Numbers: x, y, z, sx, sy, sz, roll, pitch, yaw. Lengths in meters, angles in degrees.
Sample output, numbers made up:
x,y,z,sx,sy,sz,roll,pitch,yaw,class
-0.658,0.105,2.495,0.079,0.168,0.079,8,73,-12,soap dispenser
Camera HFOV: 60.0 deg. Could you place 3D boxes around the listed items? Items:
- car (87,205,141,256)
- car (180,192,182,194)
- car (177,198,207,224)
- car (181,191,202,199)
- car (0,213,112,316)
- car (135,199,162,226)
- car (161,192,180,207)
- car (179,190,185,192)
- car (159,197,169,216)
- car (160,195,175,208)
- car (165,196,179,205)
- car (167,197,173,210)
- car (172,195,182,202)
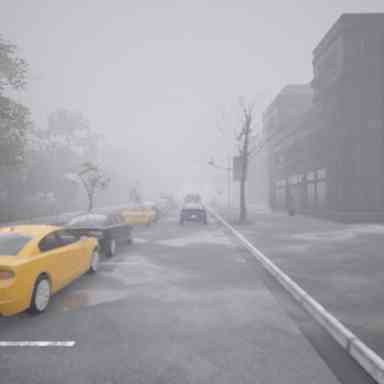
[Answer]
x,y,z,sx,sy,sz,roll,pitch,yaw,class
-3.652,1.511,13.210,2.097,1.535,5.008,0,0,2,car
-3.643,1.497,74.400,1.946,1.575,5.366,0,1,2,car
0.101,1.502,24.833,1.882,1.535,5.008,0,0,0,car
0.099,1.261,42.824,2.150,2.045,5.566,0,0,0,car
-3.651,1.493,7.662,2.097,1.535,5.008,0,0,2,car
-3.643,1.521,23.462,1.946,1.575,5.366,0,0,2,car
-3.649,1.271,49.894,2.435,2.045,5.566,0,0,2,car
-3.626,1.121,93.793,2.185,1.767,4.553,2,2,2,car
-3.651,1.545,29.844,2.097,1.535,5.008,0,0,2,car
-3.650,1.539,40.941,2.097,1.535,5.008,0,0,2,car
-3.661,1.577,63.153,2.163,1.488,4.792,-1,0,2,car
-3.650,1.553,35.400,2.231,1.521,4.892,0,-1,2,car
-3.650,1.517,80.537,2.002,1.452,4.674,0,0,2,car
